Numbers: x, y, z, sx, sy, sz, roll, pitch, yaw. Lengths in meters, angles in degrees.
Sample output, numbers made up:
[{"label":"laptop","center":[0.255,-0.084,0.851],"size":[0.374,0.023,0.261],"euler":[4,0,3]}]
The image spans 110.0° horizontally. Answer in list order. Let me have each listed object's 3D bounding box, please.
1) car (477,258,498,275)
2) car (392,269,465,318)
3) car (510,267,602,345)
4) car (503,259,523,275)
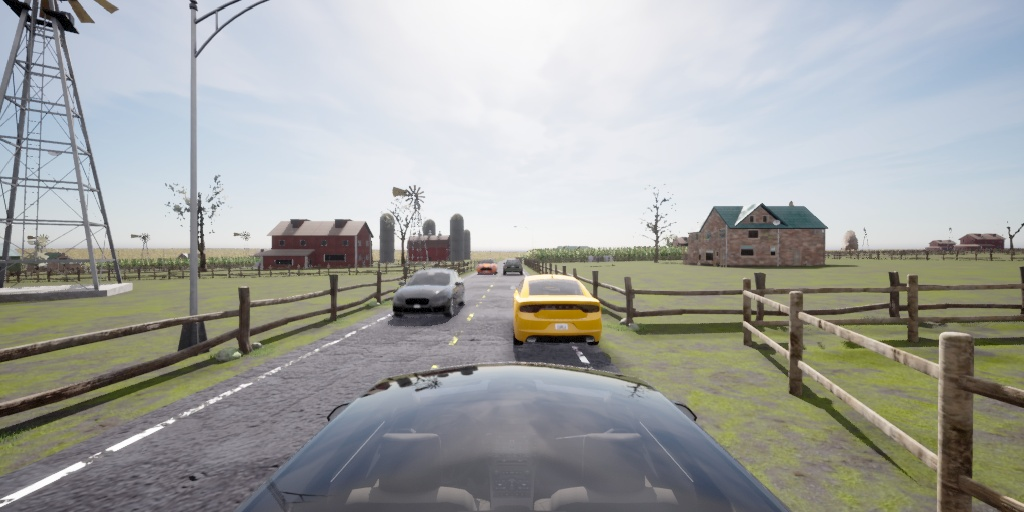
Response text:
[{"label":"car","center":[-2.715,1.110,39.920],"size":[2.097,1.767,4.553],"euler":[0,0,0]},{"label":"car","center":[-2.841,1.253,13.139],"size":[1.837,1.490,4.892],"euler":[0,0,0]},{"label":"car","center":[0.971,1.226,9.486],"size":[1.882,1.535,5.008],"euler":[0,0,0]},{"label":"car","center":[0.114,1.110,39.350],"size":[2.097,1.767,4.553],"euler":[0,0,0]}]
